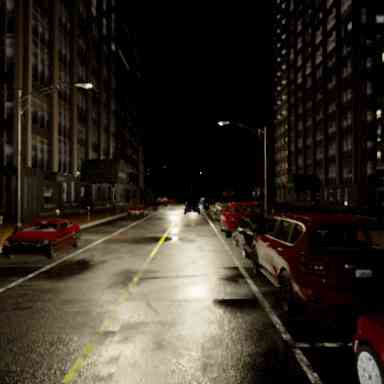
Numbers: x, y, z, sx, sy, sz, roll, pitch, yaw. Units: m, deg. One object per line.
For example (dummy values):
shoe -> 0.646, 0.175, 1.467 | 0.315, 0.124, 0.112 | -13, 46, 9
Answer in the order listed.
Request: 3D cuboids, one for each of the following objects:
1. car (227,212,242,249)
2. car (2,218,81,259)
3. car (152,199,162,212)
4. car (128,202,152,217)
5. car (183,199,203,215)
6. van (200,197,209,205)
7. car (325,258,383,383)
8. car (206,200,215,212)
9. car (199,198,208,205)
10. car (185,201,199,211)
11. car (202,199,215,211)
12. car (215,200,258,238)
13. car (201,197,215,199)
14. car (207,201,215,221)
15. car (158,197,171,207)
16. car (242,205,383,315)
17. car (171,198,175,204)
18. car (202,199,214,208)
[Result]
car -> 2.702, 1.686, 13.142 | 1.947, 1.339, 4.313 | 0, -1, 0
car -> -5.678, 1.703, 13.146 | 1.802, 1.307, 4.206 | 0, -1, 0
car -> -5.659, 2.004, 46.380 | 1.802, 1.307, 4.206 | 0, -1, 0
car -> -5.665, 1.904, 35.302 | 1.802, 1.307, 4.206 | 0, -1, 0
car -> 0.023, 1.876, 38.481 | 1.812, 1.442, 4.674 | 0, -1, 0
van -> 2.738, 2.009, 74.073 | 1.690, 1.788, 3.998 | 0, -1, 0
car -> 2.695, 1.565, 2.063 | 1.887, 1.381, 4.507 | 0, -1, 0
car -> 2.715, 1.848, 35.468 | 1.752, 1.417, 4.829 | 0, -1, 0
car -> 2.740, 2.158, 79.612 | 1.967, 1.590, 4.097 | 0, -1, 0
car -> 0.036, 2.009, 49.068 | 1.994, 1.385, 4.181 | 0, 0, 0
car -> 2.721, 1.986, 46.376 | 1.947, 1.339, 4.313 | 0, -1, 0
car -> 2.706, 1.485, 18.683 | 2.192, 1.841, 5.009 | 0, -1, 0
car -> 2.726, 1.785, 51.917 | 2.192, 1.841, 5.009 | 0, -1, 0
car -> 2.712, 1.821, 29.759 | 2.008, 1.369, 4.403 | 0, -1, 0
car -> -5.649, 1.885, 63.000 | 2.192, 1.841, 5.009 | 0, -1, 0
car -> 2.700, 1.385, 7.605 | 2.192, 1.841, 5.009 | 0, -1, 0
car -> -5.640, 2.264, 79.615 | 1.887, 1.381, 4.507 | 0, -1, 0
car -> 2.728, 1.960, 57.455 | 1.967, 1.590, 4.097 | 0, -1, 0
